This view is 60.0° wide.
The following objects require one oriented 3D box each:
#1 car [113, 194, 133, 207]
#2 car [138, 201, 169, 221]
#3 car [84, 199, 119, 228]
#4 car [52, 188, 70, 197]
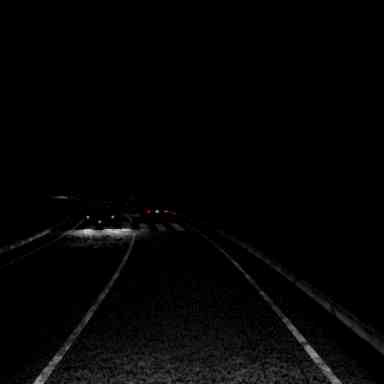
[{"bbox_3d":[-8.740,1.050,41.968,2.128,1.511,4.902,1,1,-24],"label":"car"},{"bbox_3d":[-3.110,1.426,26.281,2.033,1.411,5.357,1,0,-14],"label":"car"},{"bbox_3d":[-5.793,1.415,21.448,1.812,1.442,4.674,1,0,-12],"label":"car"},{"bbox_3d":[-23.559,0.052,59.590,2.033,1.411,5.357,2,2,-37],"label":"car"}]
